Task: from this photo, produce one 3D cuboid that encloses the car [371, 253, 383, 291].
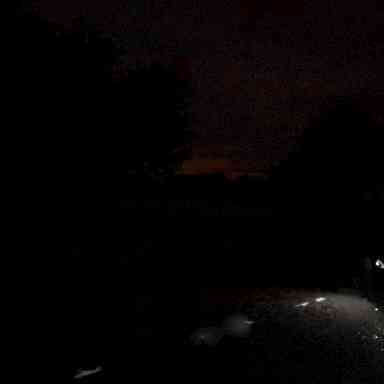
[{"bbox_3d":[6.223,1.622,8.202,4.674,1.442,1.812,1,0,-38],"label":"car"}]
